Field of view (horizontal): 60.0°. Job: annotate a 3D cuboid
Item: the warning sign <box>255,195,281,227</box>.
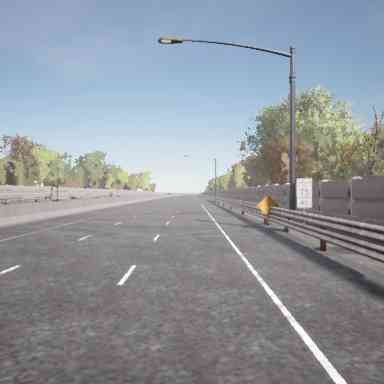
[{"bbox_3d":[4.543,1.119,20.000,1.300,1.860,1.060,0,0,0],"label":"warning sign"}]
